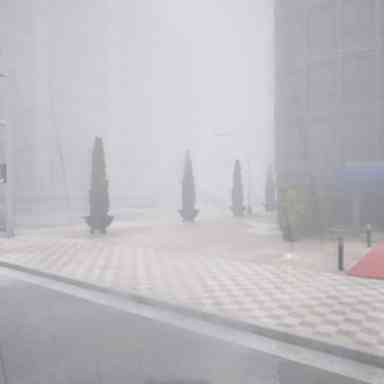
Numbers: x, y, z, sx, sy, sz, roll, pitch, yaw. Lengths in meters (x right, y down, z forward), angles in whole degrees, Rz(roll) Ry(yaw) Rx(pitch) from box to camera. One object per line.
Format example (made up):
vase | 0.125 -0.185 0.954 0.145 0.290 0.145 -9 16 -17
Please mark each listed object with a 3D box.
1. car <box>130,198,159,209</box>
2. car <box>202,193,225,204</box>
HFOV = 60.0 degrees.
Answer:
car | -6.439 1.553 44.980 1.994 1.385 4.181 0 0 36
car | 3.496 1.348 58.561 1.994 1.385 4.181 0 0 36
